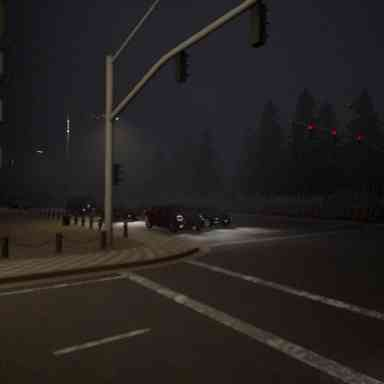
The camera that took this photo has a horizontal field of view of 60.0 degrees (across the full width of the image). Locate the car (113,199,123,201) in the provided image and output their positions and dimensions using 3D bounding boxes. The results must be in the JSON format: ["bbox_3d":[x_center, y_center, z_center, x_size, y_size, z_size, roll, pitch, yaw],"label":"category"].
[{"bbox_3d":[-10.526,1.839,40.439,1.895,1.301,4.718,1,-1,-36],"label":"car"}]

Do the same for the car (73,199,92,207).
[{"bbox_3d":[-19.572,1.883,59.280,1.895,1.301,4.718,1,-1,-36],"label":"car"}]

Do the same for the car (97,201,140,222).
[{"bbox_3d":[-6.221,1.759,28.488,1.994,1.385,4.181,1,-1,-36],"label":"car"}]

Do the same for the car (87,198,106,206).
[{"bbox_3d":[-18.251,1.925,63.401,1.895,1.301,4.718,1,-1,-36],"label":"car"}]

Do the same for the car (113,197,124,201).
[{"bbox_3d":[-12.978,1.678,56.132,2.097,1.767,4.553,1,0,-36],"label":"car"}]

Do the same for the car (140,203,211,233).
[{"bbox_3d":[-1.161,1.548,21.481,2.097,1.767,4.553,1,-1,-36],"label":"car"}]

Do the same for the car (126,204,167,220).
[{"bbox_3d":[-4.508,1.839,32.094,1.895,1.301,4.718,1,-1,-36],"label":"car"}]

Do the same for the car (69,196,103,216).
[{"bbox_3d":[-11.577,1.416,35.919,2.150,2.045,5.566,1,-1,-36],"label":"car"}]

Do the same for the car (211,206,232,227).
[{"bbox_3d":[0.911,1.744,24.586,1.837,1.490,4.892,1,-1,-36],"label":"car"}]
